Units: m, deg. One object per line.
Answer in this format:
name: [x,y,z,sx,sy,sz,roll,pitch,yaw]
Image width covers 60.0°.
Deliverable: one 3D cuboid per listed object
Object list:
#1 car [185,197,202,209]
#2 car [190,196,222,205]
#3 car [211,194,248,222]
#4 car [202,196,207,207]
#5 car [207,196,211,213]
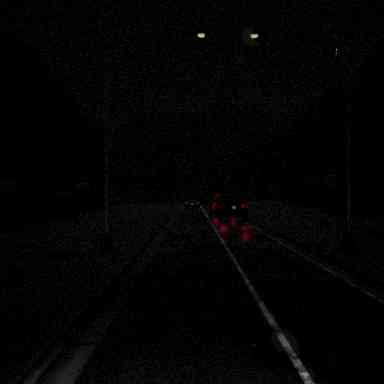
car: [0.034,1.524,44.568,1.994,1.385,4.181,0,0,1]
car: [2.556,1.451,59.479,5.357,1.411,2.033,-2,1,-32]
car: [2.987,1.188,26.261,2.150,2.045,5.566,0,0,0]
car: [2.636,1.496,49.410,1.887,1.381,4.507,-1,0,0]
car: [2.989,1.183,33.262,2.150,2.045,5.566,0,0,0]
